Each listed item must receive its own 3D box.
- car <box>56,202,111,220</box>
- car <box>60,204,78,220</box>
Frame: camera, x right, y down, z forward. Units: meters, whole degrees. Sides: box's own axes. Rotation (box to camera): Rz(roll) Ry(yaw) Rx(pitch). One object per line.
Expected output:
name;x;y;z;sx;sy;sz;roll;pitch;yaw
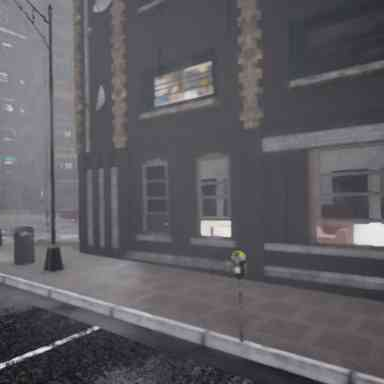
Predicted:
car;-9.848;1.636;30.468;1.887;1.381;4.507;-1;0;36
car;-8.494;1.634;27.780;1.895;1.301;4.718;-2;-1;36
